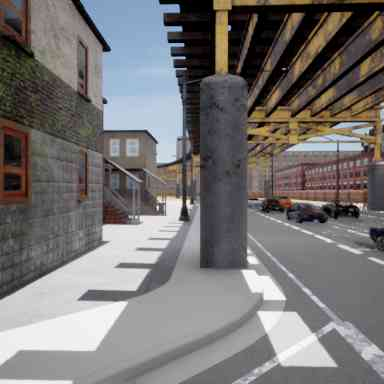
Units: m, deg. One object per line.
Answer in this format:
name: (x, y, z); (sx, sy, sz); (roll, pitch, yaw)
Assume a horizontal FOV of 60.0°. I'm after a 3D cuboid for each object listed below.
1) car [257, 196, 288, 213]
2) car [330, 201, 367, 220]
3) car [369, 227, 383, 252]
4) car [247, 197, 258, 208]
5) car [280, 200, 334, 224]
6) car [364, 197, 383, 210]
car: (8.823, 1.505, 36.680); (1.837, 1.490, 4.892); (0, 0, 2)
car: (12.207, 1.491, 27.885); (2.128, 1.511, 4.902); (0, 0, 2)
car: (7.878, 1.601, 10.975); (1.895, 1.301, 4.718); (0, 0, 2)
car: (8.996, 1.525, 48.425); (1.812, 1.442, 4.674); (0, 0, -1)
car: (8.399, 1.547, 24.925); (2.033, 1.411, 5.357); (0, 0, 2)
car: (24.894, 1.452, 42.636); (4.974, 1.542, 2.038); (0, 0, 32)
